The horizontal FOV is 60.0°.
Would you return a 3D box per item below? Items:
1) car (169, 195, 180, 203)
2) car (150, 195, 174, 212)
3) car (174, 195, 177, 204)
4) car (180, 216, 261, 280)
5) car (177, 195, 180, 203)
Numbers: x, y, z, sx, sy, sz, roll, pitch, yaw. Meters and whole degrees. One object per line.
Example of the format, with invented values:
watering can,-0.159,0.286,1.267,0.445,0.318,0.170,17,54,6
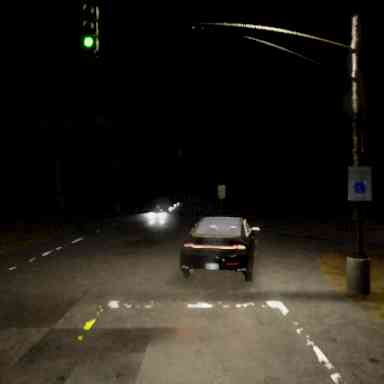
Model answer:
car,-3.532,1.334,68.005,1.837,1.490,4.892,0,0,0
car,-3.588,1.378,37.759,2.128,1.511,4.902,0,0,0
car,-3.577,1.426,47.590,1.994,1.385,4.181,0,0,0
car,0.973,1.479,9.985,2.128,1.511,4.902,0,0,12
car,-3.528,1.407,57.584,1.994,1.385,4.181,0,0,0
